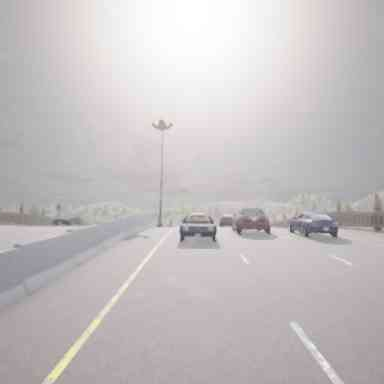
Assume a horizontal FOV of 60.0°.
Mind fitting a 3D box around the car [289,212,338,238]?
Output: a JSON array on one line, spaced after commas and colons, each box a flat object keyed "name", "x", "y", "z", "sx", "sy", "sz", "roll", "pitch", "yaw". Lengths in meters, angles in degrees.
[{"name": "car", "x": 7.365, "y": 1.955, "z": 20.459, "sx": 1.812, "sy": 1.442, "sz": 4.674, "roll": 0, "pitch": -2, "yaw": 1}]

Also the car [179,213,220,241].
[{"name": "car", "x": 0.334, "y": 1.900, "z": 18.426, "sx": 1.895, "sy": 1.301, "sz": 4.718, "roll": 0, "pitch": -2, "yaw": 1}]

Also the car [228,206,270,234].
[{"name": "car", "x": 3.898, "y": 1.864, "z": 22.757, "sx": 2.097, "sy": 1.767, "sz": 4.553, "roll": 0, "pitch": -3, "yaw": 1}]

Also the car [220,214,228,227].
[{"name": "car", "x": 4.116, "y": 3.330, "z": 38.497, "sx": 1.882, "sy": 1.535, "sz": 5.008, "roll": 0, "pitch": -7, "yaw": 1}]

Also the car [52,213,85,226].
[{"name": "car", "x": -13.510, "y": 3.047, "z": 36.729, "sx": 2.033, "sy": 1.411, "sz": 5.357, "roll": 0, "pitch": -6, "yaw": 1}]

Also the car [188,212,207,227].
[{"name": "car", "x": 0.588, "y": 3.068, "z": 36.491, "sx": 1.882, "sy": 1.535, "sz": 5.008, "roll": 0, "pitch": -6, "yaw": 1}]
